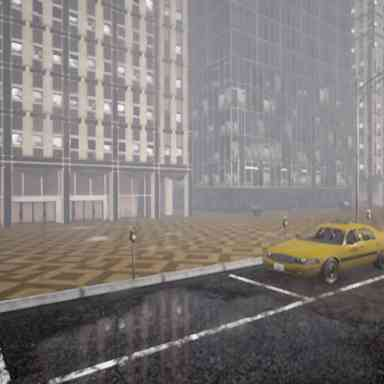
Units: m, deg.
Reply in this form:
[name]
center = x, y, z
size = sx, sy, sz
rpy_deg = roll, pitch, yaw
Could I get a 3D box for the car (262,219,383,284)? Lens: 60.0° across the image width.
[car]
center = 4.067, 1.491, 9.478
size = 4.829, 1.417, 1.752
rpy_deg = 0, 0, -36
